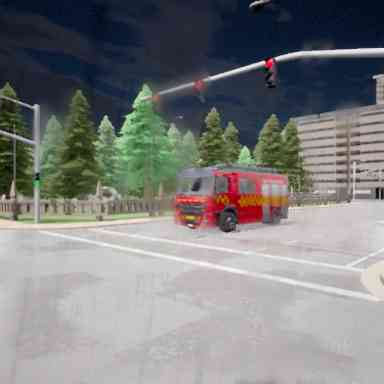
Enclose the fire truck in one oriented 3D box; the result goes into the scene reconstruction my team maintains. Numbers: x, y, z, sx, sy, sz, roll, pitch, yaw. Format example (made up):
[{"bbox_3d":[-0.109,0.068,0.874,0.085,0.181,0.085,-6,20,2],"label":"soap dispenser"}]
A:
[{"bbox_3d":[2.811,0.330,20.804,2.891,3.827,8.468,0,0,43],"label":"fire truck"}]
